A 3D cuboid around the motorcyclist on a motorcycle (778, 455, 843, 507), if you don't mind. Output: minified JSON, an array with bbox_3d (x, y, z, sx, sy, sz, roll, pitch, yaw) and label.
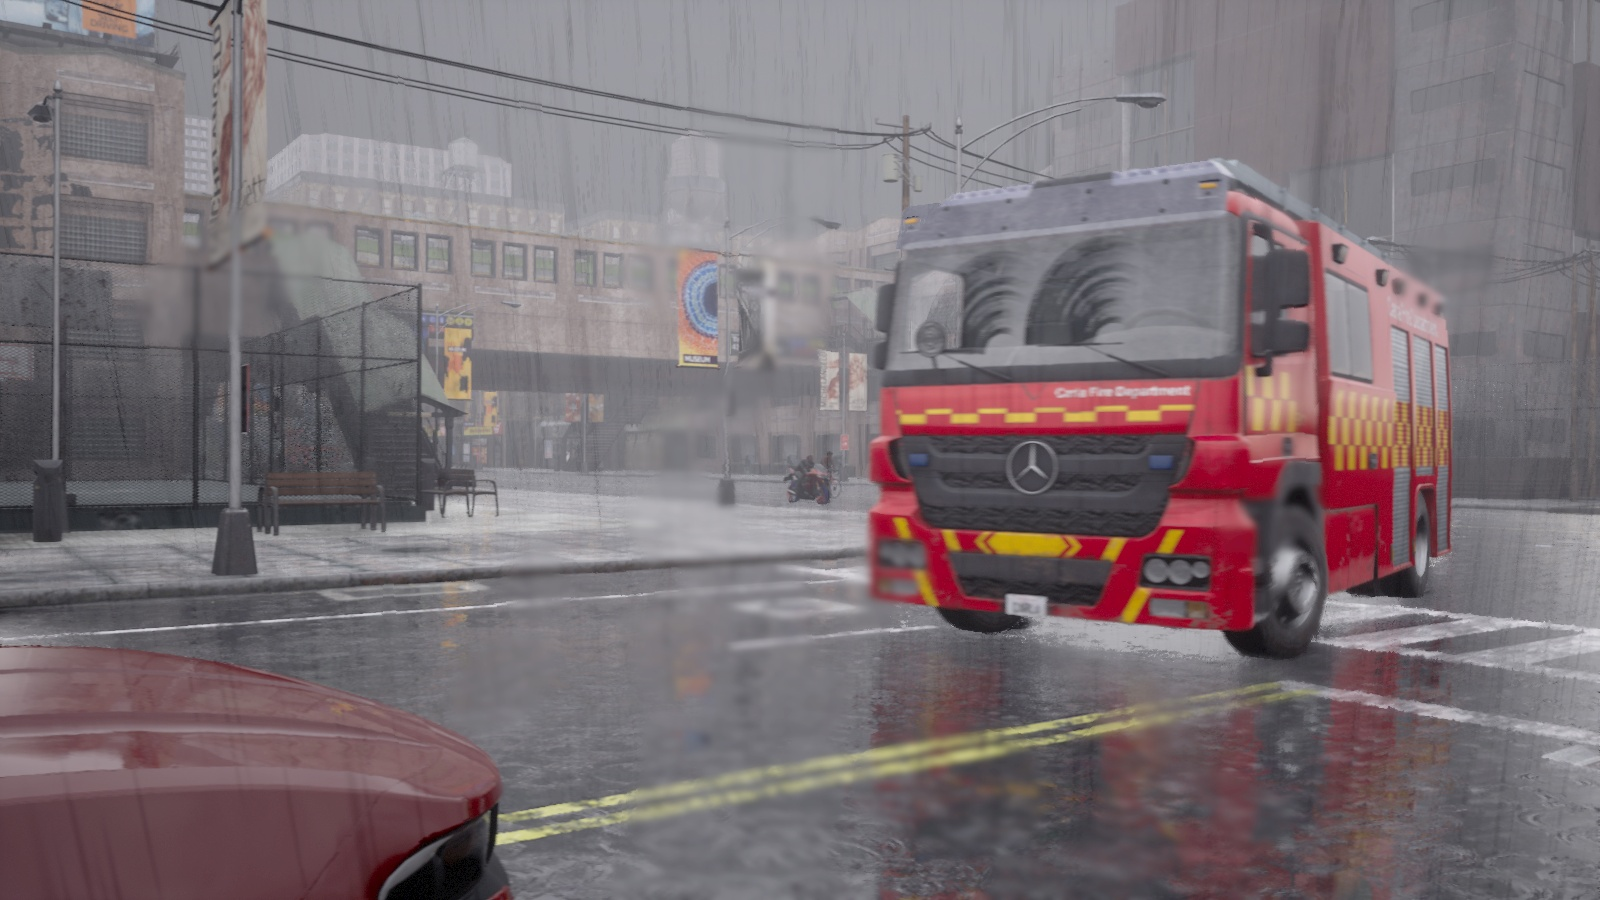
[{"bbox_3d":[0.291,0.924,38.130,0.866,1.530,2.191,0,0,-35],"label":"motorcyclist on a motorcycle"}]

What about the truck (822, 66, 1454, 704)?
[{"bbox_3d":[3.827,-0.376,11.806,2.891,3.827,8.468,0,0,36],"label":"truck"}]

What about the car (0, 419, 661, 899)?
[{"bbox_3d":[-2.842,0.729,1.647,5.008,1.535,1.882,0,0,-36],"label":"car"}]
